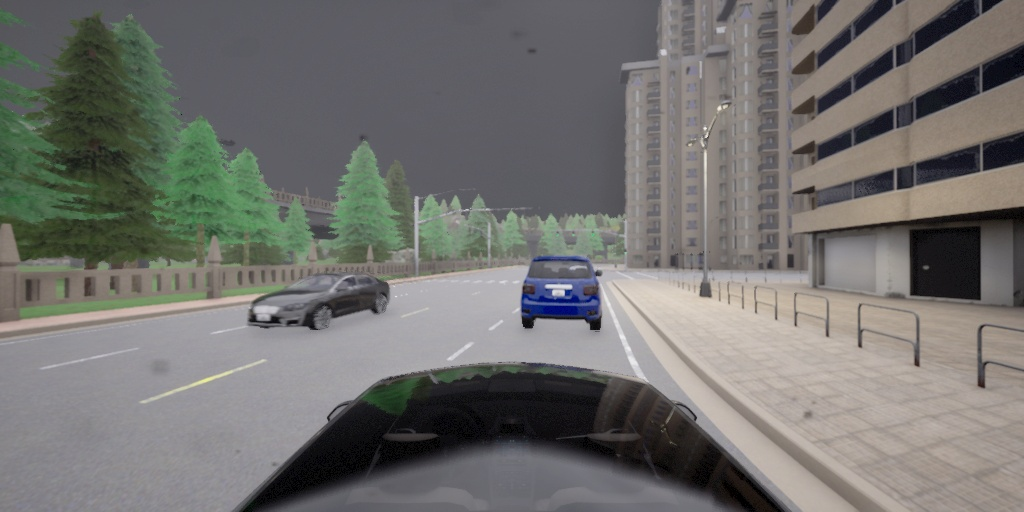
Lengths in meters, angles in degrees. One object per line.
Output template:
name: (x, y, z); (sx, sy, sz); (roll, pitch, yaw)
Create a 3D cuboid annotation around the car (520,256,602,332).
car: (1.672, 1.025, 11.450); (2.150, 2.045, 5.566); (0, -1, 11)

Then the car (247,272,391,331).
car: (-5.721, 1.287, 11.369); (2.128, 1.511, 4.902); (0, 0, 12)
